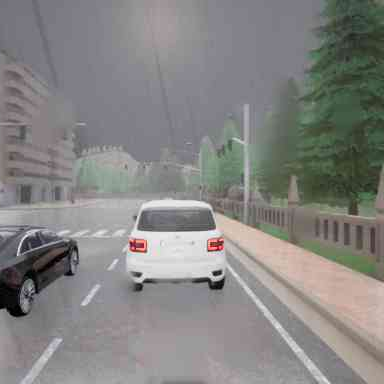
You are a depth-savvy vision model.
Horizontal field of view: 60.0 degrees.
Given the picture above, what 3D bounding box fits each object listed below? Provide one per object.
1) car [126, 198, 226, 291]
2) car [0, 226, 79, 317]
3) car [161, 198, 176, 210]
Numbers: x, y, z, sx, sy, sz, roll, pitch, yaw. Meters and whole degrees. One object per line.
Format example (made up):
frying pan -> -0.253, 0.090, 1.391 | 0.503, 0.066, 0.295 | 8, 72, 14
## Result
car -> -0.473, 1.221, 9.169 | 2.150, 2.045, 5.566 | 0, 0, -4
car -> -3.966, 1.492, 7.390 | 2.128, 1.511, 4.902 | 0, 0, -3
car -> -3.136, 1.526, 44.406 | 1.812, 1.442, 4.674 | 0, 0, -4
